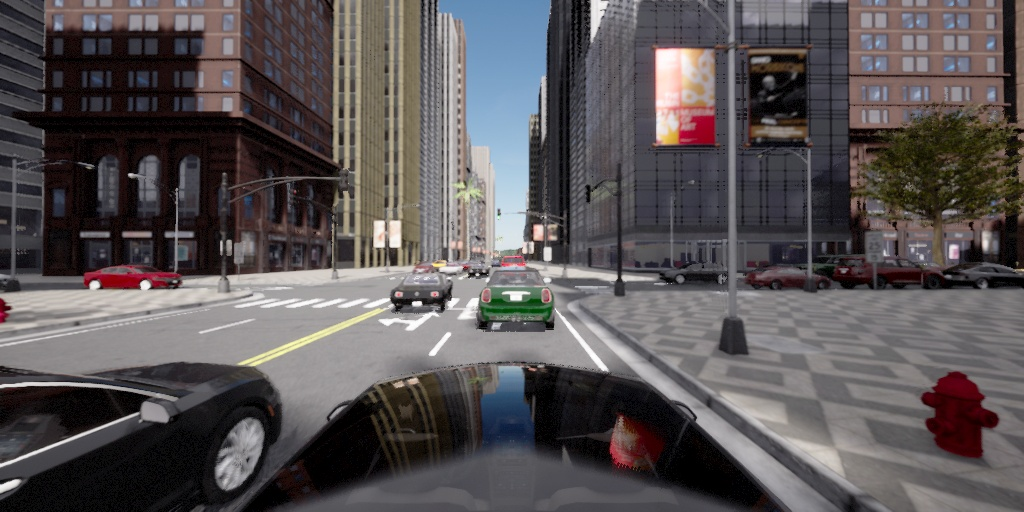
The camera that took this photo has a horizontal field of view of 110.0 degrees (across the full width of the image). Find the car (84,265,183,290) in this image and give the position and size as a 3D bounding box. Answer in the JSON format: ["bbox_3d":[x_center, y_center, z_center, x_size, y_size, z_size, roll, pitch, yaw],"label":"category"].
[{"bbox_3d":[-23.196,1.322,22.089,5.008,1.535,1.882,0,0,1],"label":"car"}]

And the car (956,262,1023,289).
[{"bbox_3d":[26.603,1.192,20.208,4.313,1.339,1.948,0,0,-1],"label":"car"}]

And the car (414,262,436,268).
[{"bbox_3d":[-9.818,1.353,40.302,1.812,1.442,4.674,0,0,-2],"label":"car"}]

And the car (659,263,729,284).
[{"bbox_3d":[13.119,1.225,25.780,4.892,1.490,1.837,0,0,-1],"label":"car"}]

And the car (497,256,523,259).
[{"bbox_3d":[0.111,1.030,31.671,2.150,2.045,5.566,0,0,0],"label":"car"}]

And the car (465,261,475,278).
[{"bbox_3d":[-3.132,1.411,35.055,1.895,1.301,4.718,0,0,0],"label":"car"}]

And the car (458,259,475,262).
[{"bbox_3d":[-6.549,1.456,48.203,1.895,1.301,4.718,0,0,0],"label":"car"}]

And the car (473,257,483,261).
[{"bbox_3d":[-6.470,1.389,58.343,2.128,1.511,4.902,0,0,0],"label":"car"}]

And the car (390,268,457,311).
[{"bbox_3d":[-3.455,1.353,14.565,1.895,1.301,4.718,0,0,-5],"label":"car"}]

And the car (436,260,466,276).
[{"bbox_3d":[-6.575,1.424,39.039,1.895,1.301,4.718,0,0,0],"label":"car"}]

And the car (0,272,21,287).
[{"bbox_3d":[-33.470,1.417,22.103,4.674,1.442,1.812,0,0,0],"label":"car"}]

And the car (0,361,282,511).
[{"bbox_3d":[-3.150,1.256,1.506,1.837,1.490,4.892,0,0,0],"label":"car"}]

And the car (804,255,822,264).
[{"bbox_3d":[23.158,0.907,25.939,5.566,2.045,2.150,0,0,-2],"label":"car"}]

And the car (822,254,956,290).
[{"bbox_3d":[20.966,0.959,20.124,5.009,1.841,2.192,0,0,-1],"label":"car"}]

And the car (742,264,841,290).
[{"bbox_3d":[15.327,1.246,20.040,4.207,1.307,1.802,0,0,-1],"label":"car"}]

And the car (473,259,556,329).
[{"bbox_3d":[0.191,1.103,11.451,2.097,1.767,4.553,0,0,2],"label":"car"}]
